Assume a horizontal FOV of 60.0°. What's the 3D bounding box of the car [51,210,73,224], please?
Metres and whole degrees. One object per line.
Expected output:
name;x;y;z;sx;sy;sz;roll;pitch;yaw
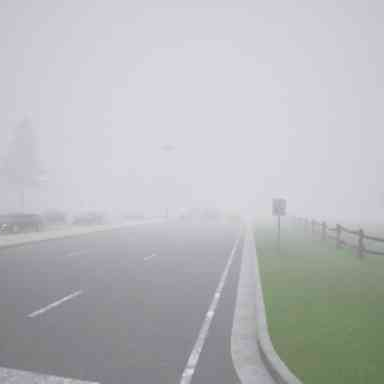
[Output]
car;-15.331;2.746;35.792;2.128;1.511;4.902;1;-3;10

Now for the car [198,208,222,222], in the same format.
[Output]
car;2.843;3.576;51.230;2.150;2.045;5.566;1;-3;11

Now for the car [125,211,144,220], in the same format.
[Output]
car;-8.898;3.677;51.804;1.994;1.385;4.181;1;-3;11

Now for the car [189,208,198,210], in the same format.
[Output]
car;0.674;3.872;59.005;2.150;2.045;5.566;1;-3;11

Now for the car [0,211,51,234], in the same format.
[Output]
car;-13.483;2.361;25.866;1.837;1.490;4.892;1;-3;10

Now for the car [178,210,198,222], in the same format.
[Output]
car;-0.765;3.845;51.409;1.994;1.385;4.181;1;-3;12

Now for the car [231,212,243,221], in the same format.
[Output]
car;8.374;4.495;61.348;1.994;1.385;4.181;1;-3;11

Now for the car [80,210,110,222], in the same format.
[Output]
car;-13.447;3.251;46.505;1.882;1.535;5.008;1;-3;11

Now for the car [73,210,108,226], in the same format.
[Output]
car;-11.531;2.931;37.228;1.812;1.442;4.674;1;-2;10

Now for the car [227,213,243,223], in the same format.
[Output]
car;6.441;3.923;51.398;1.882;1.535;5.008;1;-3;11

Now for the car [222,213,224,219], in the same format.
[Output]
car;4.836;4.361;61.493;1.837;1.490;4.892;1;-3;11
